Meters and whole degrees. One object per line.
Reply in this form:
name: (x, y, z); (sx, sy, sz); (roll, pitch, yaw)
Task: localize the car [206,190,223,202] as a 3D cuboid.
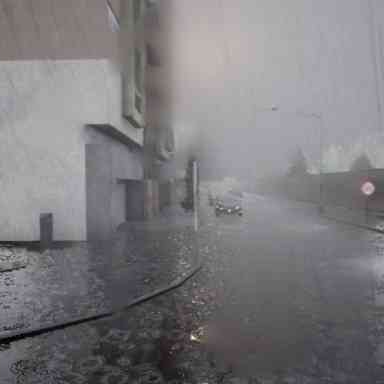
car: (2.999, 0.491, 45.071); (2.128, 1.511, 4.902); (0, 1, 2)

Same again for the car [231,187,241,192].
car: (7.275, 0.064, 56.769); (2.097, 1.767, 4.553); (0, 1, 1)

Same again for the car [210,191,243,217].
car: (2.544, 0.948, 24.600); (1.837, 1.490, 4.892); (0, 1, 1)

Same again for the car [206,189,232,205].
car: (2.754, 0.699, 34.828); (1.882, 1.535, 5.008); (0, 1, 1)
